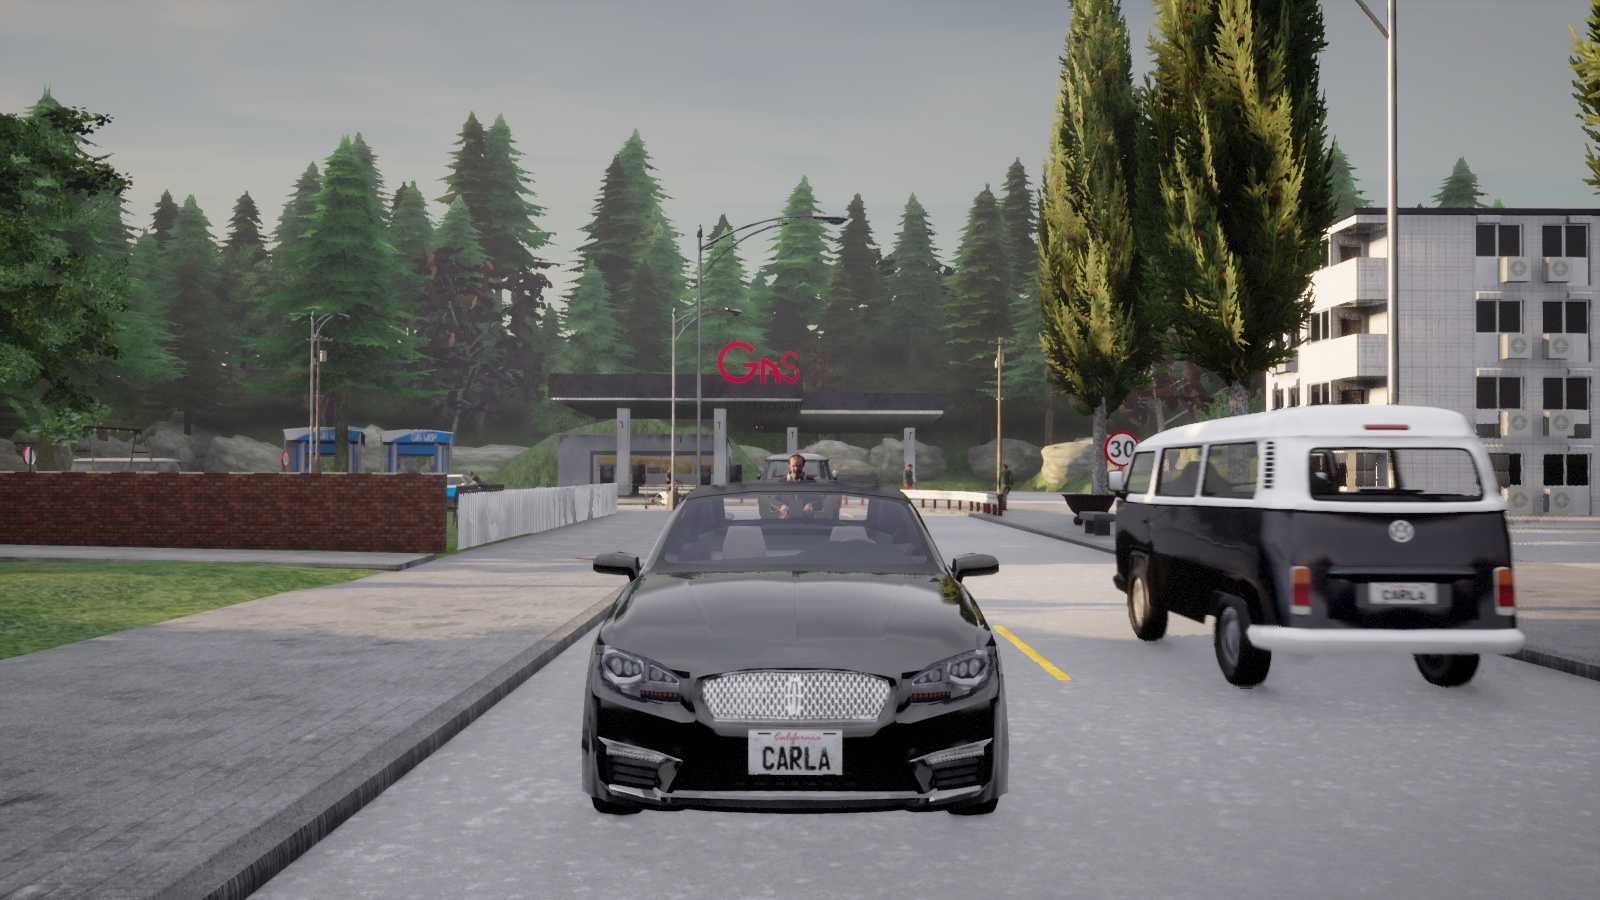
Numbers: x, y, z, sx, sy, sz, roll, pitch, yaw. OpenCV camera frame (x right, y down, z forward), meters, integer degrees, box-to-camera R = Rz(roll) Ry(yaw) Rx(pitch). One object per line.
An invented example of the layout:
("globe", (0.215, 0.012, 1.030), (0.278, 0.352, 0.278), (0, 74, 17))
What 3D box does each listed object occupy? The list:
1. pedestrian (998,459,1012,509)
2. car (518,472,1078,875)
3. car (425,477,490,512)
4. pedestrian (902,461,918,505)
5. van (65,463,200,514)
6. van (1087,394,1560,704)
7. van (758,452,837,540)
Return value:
("pedestrian", (7.628, 1.275, 46.702), (0.353, 1.847, 0.614), (0, -1, -8))
("car", (-0.017, 0.892, 7.230), (2.128, 1.511, 4.902), (0, -1, 0))
("car", (-13.667, 1.765, 50.182), (2.207, 1.376, 1.481), (0, -1, 0))
("pedestrian", (4.629, 1.388, 52.699), (0.353, 1.847, 0.614), (0, -1, -36))
("van", (-26.593, 1.513, 50.133), (4.442, 1.987, 1.775), (0, -1, 0))
("van", (3.975, 0.697, 10.550), (2.069, 2.038, 4.480), (0, -1, 0))
("van", (-0.066, 1.082, 30.718), (1.775, 1.987, 4.442), (0, -1, 0))
